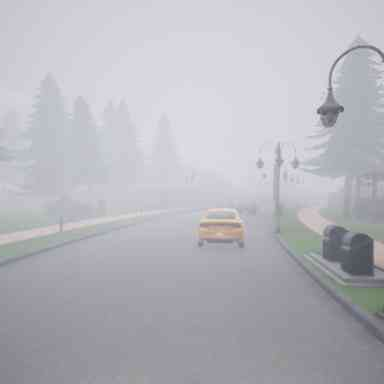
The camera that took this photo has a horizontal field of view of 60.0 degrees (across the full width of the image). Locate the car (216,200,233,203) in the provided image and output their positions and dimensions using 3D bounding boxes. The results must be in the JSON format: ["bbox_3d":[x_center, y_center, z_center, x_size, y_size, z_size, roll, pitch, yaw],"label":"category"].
[{"bbox_3d":[3.820,1.577,39.228,1.994,1.385,4.181,0,0,21],"label":"car"}]

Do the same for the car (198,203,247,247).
[{"bbox_3d":[1.416,1.482,15.229,1.882,1.535,5.008,0,0,8],"label":"car"}]

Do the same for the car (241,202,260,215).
[{"bbox_3d":[5.719,1.620,33.622,1.895,1.301,4.718,0,0,18],"label":"car"}]

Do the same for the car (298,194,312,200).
[{"bbox_3d":[25.163,1.197,73.919,1.837,1.490,4.892,0,0,43],"label":"car"}]
